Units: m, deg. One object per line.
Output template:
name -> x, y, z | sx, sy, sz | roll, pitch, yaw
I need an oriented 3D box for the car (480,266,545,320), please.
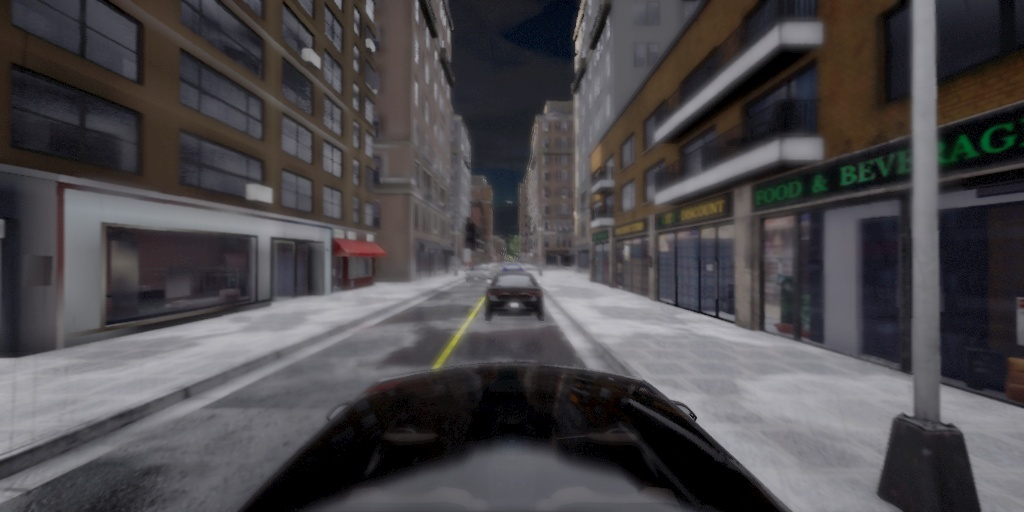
car -> 0.091, 1.295, 13.003 | 1.882, 1.535, 5.008 | 0, 0, 0

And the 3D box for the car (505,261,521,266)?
car -> 0.098, 1.409, 30.115 | 1.882, 1.535, 5.008 | 0, 0, 0

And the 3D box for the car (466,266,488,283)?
car -> -2.838, 1.537, 30.878 | 1.895, 1.301, 4.718 | 0, 0, 0
